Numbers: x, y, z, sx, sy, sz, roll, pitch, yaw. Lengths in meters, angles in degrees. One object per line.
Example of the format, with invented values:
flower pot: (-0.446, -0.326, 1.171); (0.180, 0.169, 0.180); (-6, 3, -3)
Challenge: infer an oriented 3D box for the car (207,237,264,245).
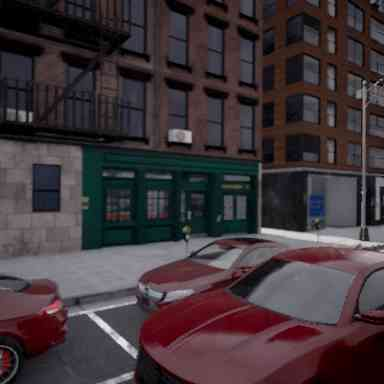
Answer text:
car: (0.917, 1.628, 6.842); (4.206, 1.307, 1.802); (1, 0, -35)

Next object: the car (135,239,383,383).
car: (1.714, 1.515, 4.292); (5.008, 1.535, 1.882); (1, 0, -35)

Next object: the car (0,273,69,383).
car: (-3.575, 1.573, 3.639); (4.206, 1.307, 1.802); (1, 0, -35)
